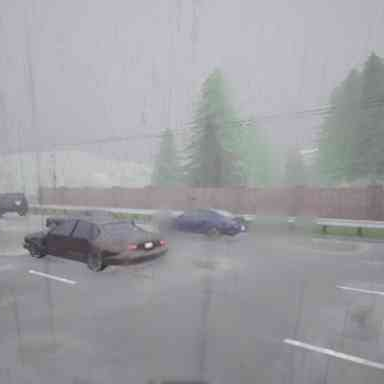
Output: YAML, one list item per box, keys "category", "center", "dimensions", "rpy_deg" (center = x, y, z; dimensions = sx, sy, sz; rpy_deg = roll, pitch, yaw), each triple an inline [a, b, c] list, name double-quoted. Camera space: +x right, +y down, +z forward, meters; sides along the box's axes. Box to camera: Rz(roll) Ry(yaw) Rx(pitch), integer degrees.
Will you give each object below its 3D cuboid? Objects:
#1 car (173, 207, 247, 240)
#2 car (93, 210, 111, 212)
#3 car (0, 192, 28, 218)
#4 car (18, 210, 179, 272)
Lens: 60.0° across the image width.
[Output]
- category: "car"
  center: [0.457, 1.469, 16.554]
  dimensions: [4.674, 1.442, 1.812]
  rpy_deg: [0, 0, 35]
- category: "car"
  center: [-5.119, 1.517, 16.248]
  dimensions: [4.718, 1.301, 1.895]
  rpy_deg: [0, 0, 36]
- category: "car"
  center: [-16.272, 1.037, 28.510]
  dimensions: [5.566, 2.045, 2.150]
  rpy_deg: [0, 0, 36]
- category: "car"
  center: [-3.228, 1.494, 10.598]
  dimensions: [5.357, 1.411, 2.033]
  rpy_deg: [0, 0, 36]
